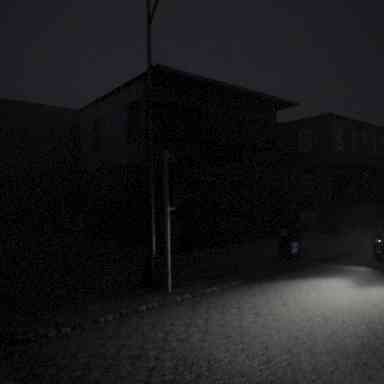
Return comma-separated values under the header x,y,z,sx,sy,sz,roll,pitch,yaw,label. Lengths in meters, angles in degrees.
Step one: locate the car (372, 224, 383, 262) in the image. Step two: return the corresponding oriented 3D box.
x,y,z,sx,sy,sz,roll,pitch,yaw,label
7.676,1.430,10.875,4.902,1.511,2.128,-1,0,-39,car
